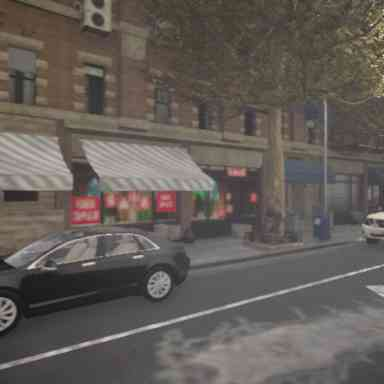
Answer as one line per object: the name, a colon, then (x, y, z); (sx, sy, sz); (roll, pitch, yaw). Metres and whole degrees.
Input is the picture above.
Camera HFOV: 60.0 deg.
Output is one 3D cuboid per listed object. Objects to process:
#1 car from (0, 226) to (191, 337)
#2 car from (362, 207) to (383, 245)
car: (-2.303, 1.482, 6.690); (4.892, 1.521, 2.231); (0, 0, -36)
car: (9.732, 1.232, 14.557); (5.566, 2.045, 2.435); (0, 0, -36)
